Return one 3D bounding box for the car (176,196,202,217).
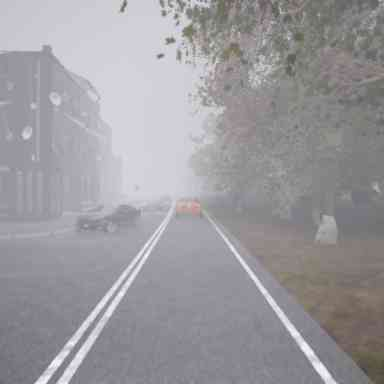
[{"bbox_3d":[-0.258,1.137,28.497,2.097,1.767,4.553,0,1,-1],"label":"car"}]

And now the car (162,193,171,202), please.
[{"bbox_3d":[-4.467,0.884,55.188,1.994,1.385,4.181,0,1,-2],"label":"car"}]

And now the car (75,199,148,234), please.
[{"bbox_3d":[-4.517,1.359,18.715,1.882,1.535,5.008,0,1,16],"label":"car"}]

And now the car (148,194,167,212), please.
[{"bbox_3d":[-3.843,1.238,34.054,1.812,1.442,4.674,0,1,-2],"label":"car"}]
